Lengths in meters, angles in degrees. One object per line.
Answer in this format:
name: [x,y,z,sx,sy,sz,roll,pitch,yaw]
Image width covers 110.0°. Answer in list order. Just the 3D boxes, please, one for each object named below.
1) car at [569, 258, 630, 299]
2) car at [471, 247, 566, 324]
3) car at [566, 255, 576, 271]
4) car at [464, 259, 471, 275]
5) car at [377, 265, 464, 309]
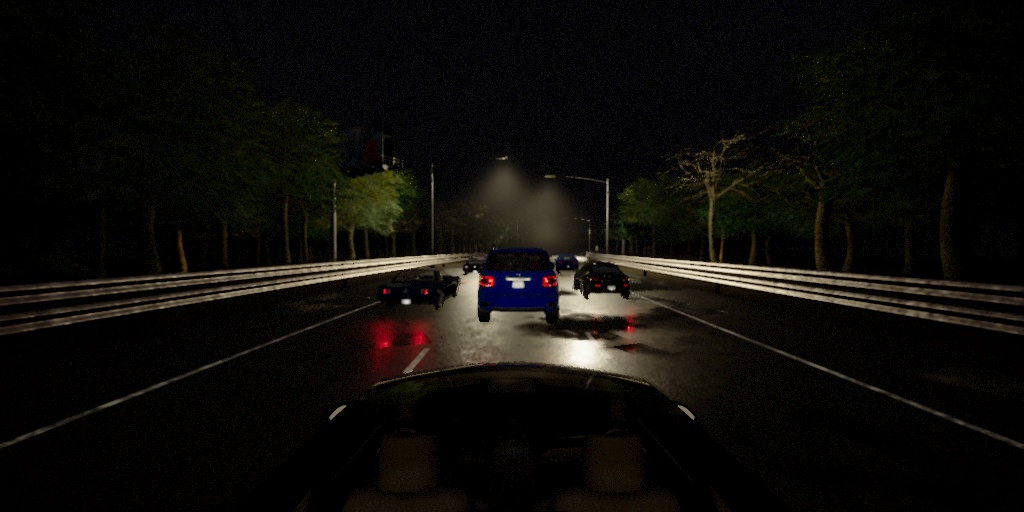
car: [3.850,0.987,15.825,1.812,1.442,4.674,0,1,2]
car: [0.189,0.768,11.334,2.150,2.045,5.566,0,0,1]
car: [4.682,0.632,31.008,1.882,1.535,5.008,0,1,4]
car: [-2.535,0.805,28.423,1.895,1.301,4.718,0,1,4]
car: [-3.243,1.108,13.504,1.895,1.301,4.718,0,1,2]
